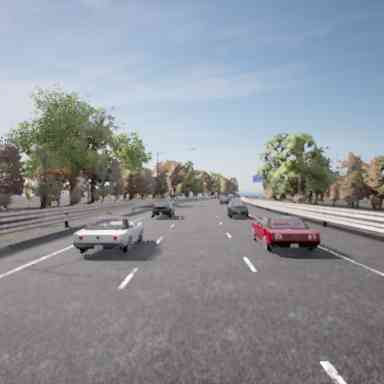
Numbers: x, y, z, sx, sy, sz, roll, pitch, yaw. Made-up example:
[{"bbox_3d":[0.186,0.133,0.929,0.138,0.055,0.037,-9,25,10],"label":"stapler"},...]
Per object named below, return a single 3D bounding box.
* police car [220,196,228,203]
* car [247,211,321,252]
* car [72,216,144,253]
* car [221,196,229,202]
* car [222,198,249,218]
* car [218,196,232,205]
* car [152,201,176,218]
[{"bbox_3d":[7.976,1.921,82.111,1.930,1.638,5.238,0,0,6],"label":"police car"},{"bbox_3d":[3.766,1.675,14.272,1.895,1.301,4.718,0,0,1],"label":"car"},{"bbox_3d":[-3.247,1.668,13.919,1.895,1.301,4.718,0,0,1],"label":"car"},{"bbox_3d":[9.204,2.004,92.809,2.033,1.649,4.856,0,0,7],"label":"car"},{"bbox_3d":[4.327,1.656,31.990,2.128,1.511,4.902,0,0,2],"label":"car"},{"bbox_3d":[6.878,1.924,71.209,2.163,1.488,4.792,0,0,5],"label":"car"},{"bbox_3d":[-2.682,1.664,31.907,1.837,1.490,4.892,0,0,2],"label":"car"}]
